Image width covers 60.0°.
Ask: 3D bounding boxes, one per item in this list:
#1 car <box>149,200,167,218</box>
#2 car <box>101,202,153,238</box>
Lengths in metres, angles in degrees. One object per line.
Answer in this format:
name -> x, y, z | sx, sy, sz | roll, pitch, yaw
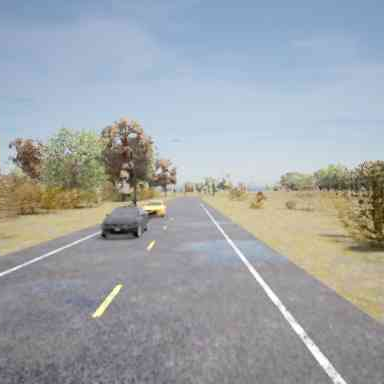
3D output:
car -> -3.491, 1.552, 31.790 | 1.882, 1.535, 5.008 | 0, 0, 0
car -> -3.496, 1.521, 18.125 | 1.882, 1.535, 5.008 | 0, 0, 0
